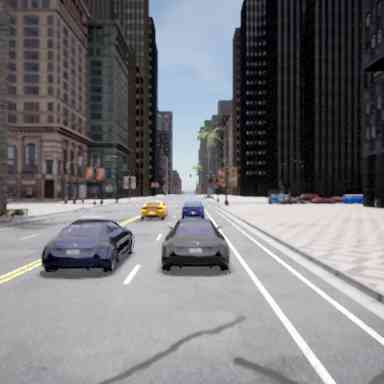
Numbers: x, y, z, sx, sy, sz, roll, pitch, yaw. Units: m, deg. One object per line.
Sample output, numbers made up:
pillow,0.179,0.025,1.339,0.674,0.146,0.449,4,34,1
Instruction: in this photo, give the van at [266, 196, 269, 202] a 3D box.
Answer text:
van,17.060,1.317,66.624,3.998,1.788,1.690,0,0,0

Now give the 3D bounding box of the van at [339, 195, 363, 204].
van,28.421,1.334,58.104,3.998,1.788,1.690,0,0,0

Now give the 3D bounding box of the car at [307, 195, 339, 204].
car,22.743,1.578,58.102,4.206,1.307,1.802,0,0,0

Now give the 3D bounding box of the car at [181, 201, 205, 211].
car,0.097,1.477,28.620,1.882,1.535,5.008,0,0,0

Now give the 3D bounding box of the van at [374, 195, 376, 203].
van,34.098,1.332,58.107,3.998,1.788,1.690,0,0,0

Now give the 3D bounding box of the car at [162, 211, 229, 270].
car,0.098,1.563,11.065,1.994,1.385,4.181,0,0,0

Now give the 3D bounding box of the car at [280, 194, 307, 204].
car,17.065,1.551,58.100,4.403,1.369,2.008,0,0,0

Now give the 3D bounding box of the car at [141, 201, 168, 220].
car,-3.153,1.476,28.599,1.882,1.535,5.008,0,0,0

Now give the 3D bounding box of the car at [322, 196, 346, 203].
car,28.415,1.551,66.630,4.206,1.307,1.802,0,0,0

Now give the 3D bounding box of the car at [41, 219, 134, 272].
car,-3.151,1.563,10.823,1.994,1.385,4.181,0,0,0
